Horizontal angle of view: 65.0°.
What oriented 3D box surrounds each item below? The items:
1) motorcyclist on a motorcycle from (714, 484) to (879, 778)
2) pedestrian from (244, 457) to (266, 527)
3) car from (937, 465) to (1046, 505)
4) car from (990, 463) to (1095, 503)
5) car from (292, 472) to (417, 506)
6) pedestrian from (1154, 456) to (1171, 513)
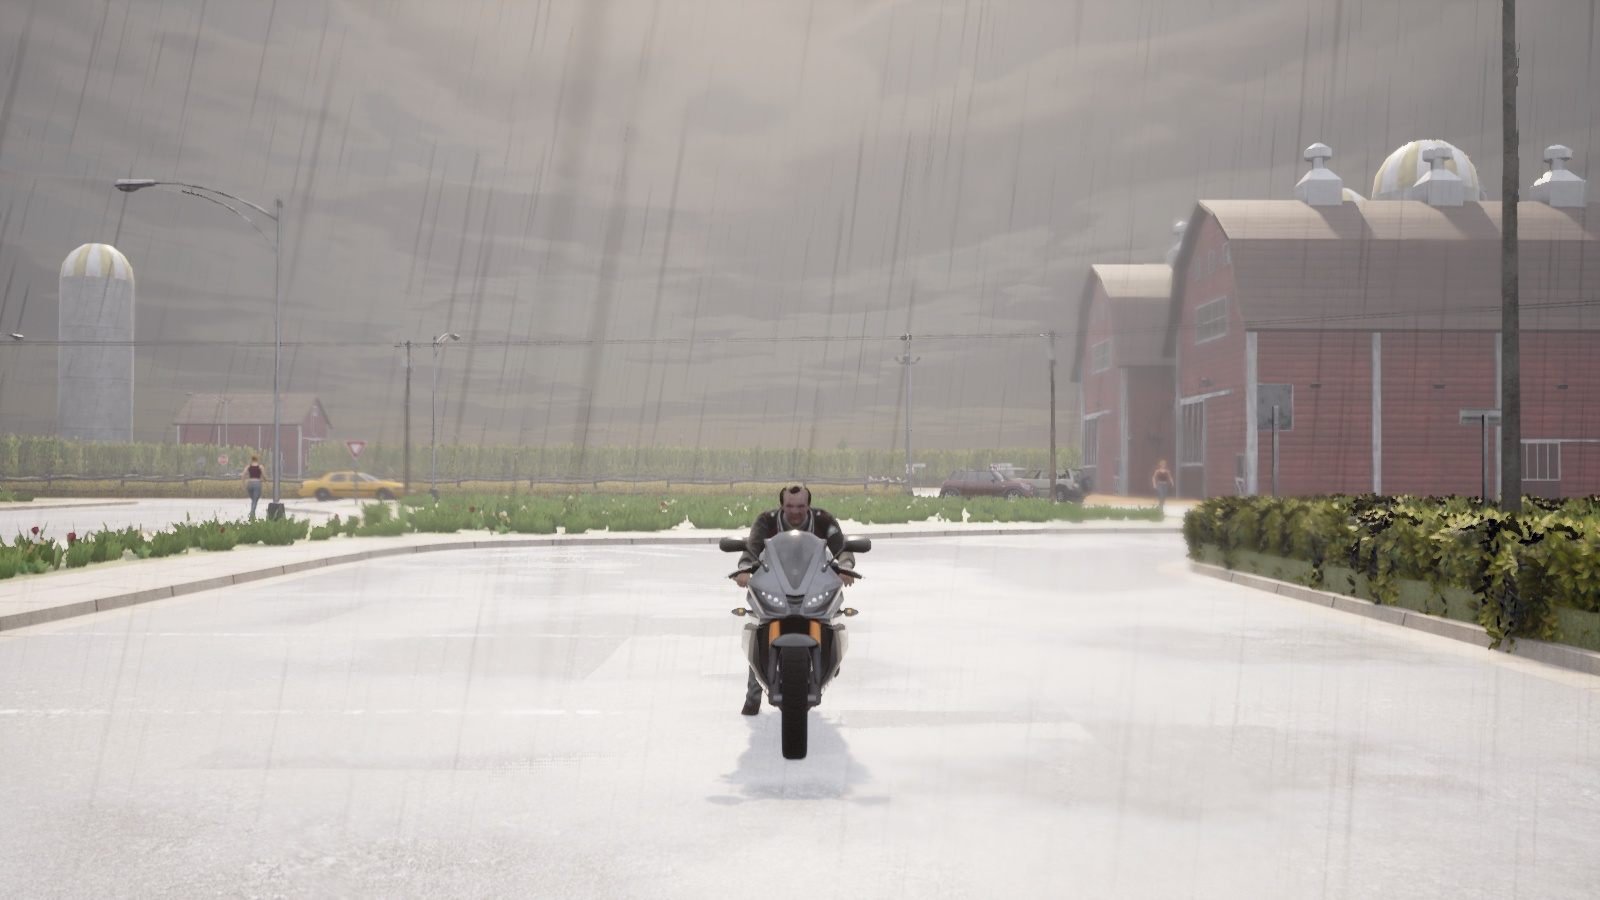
[{"bbox_3d":[-0.022,0.984,7.741,0.866,1.530,2.191,0,-1,0],"label":"motorcyclist on a motorcycle"},{"bbox_3d":[-14.405,1.100,33.189,0.345,1.836,0.594,0,-1,-1],"label":"pedestrian"},{"bbox_3d":[8.877,1.617,58.289,4.553,1.767,2.097,-1,-1,26],"label":"car"},{"bbox_3d":[11.721,1.608,60.821,4.605,1.855,1.932,-1,-2,39],"label":"car"},{"bbox_3d":[-21.380,1.881,60.424,5.366,1.575,1.801,0,-1,0],"label":"car"},{"bbox_3d":[11.832,1.129,40.952,0.345,1.836,0.594,0,-1,-2],"label":"pedestrian"}]
